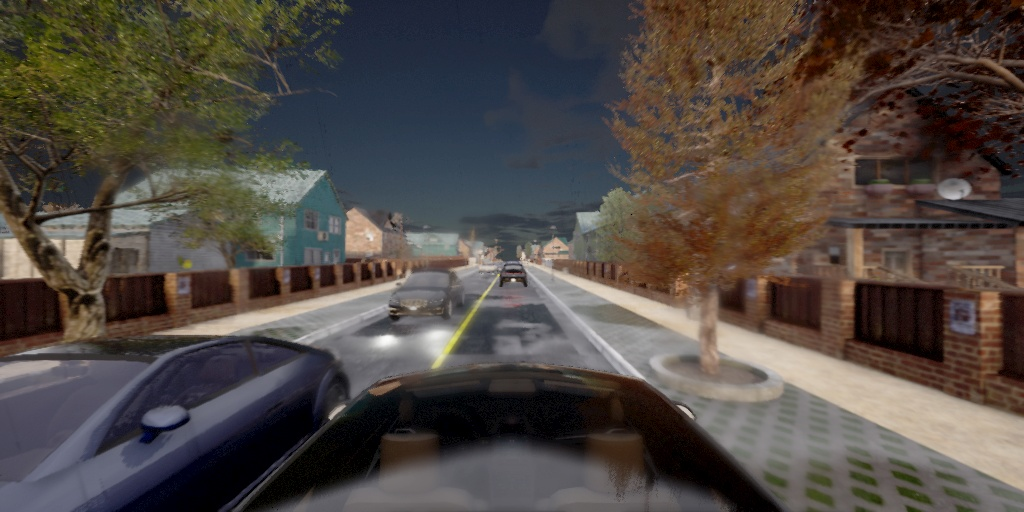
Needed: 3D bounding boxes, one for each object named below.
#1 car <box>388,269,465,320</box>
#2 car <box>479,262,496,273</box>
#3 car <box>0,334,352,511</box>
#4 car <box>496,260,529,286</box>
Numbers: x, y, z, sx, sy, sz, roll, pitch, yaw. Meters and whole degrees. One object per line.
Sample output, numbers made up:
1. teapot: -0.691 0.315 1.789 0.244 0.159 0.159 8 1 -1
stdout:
1. car: -2.814 1.248 12.715 1.837 1.490 4.892 0 0 0
2. car: -2.848 1.357 43.003 1.895 1.301 4.718 0 0 0
3. car: -2.841 1.314 2.446 1.994 1.385 4.181 0 0 0
4. car: 0.092 1.251 24.990 1.837 1.490 4.892 0 1 0
